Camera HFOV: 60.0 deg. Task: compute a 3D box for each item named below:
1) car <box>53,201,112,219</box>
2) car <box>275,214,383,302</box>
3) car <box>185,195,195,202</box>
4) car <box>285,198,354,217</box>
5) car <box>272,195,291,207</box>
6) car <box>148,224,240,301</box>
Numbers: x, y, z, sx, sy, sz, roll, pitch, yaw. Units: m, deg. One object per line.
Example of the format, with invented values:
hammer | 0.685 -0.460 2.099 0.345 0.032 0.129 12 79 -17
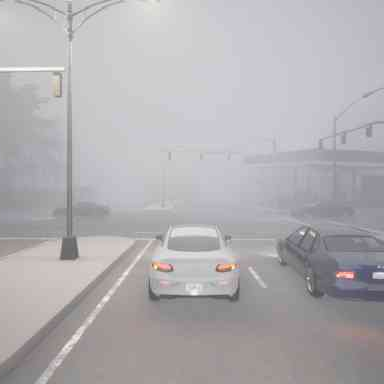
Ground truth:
car | -9.073 1.470 27.637 4.674 1.442 1.812 0 0 1
car | 3.518 1.545 8.483 2.033 1.411 5.357 0 0 3
car | -0.428 1.428 72.796 1.812 1.442 4.674 0 0 0
car | 10.665 1.465 27.398 5.008 1.535 1.882 0 0 -4
car | 12.929 1.261 47.798 2.242 1.667 4.611 0 0 0
car | 0.039 1.516 8.178 1.812 1.442 4.674 0 0 0
